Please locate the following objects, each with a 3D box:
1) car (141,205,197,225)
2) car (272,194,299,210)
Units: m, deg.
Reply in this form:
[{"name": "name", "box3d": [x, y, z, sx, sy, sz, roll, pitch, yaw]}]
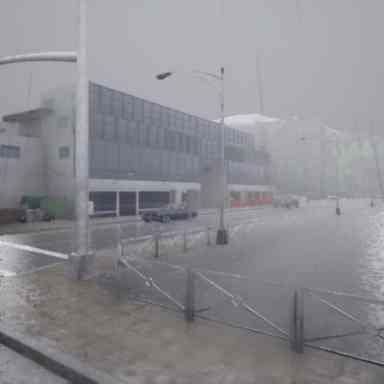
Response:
[{"name": "car", "box3d": [-1.647, 1.674, 25.064, 1.895, 1.301, 4.718, 0, 0, 35]}, {"name": "car", "box3d": [12.868, 1.296, 45.388, 2.150, 2.045, 5.566, 0, 0, 36]}]
